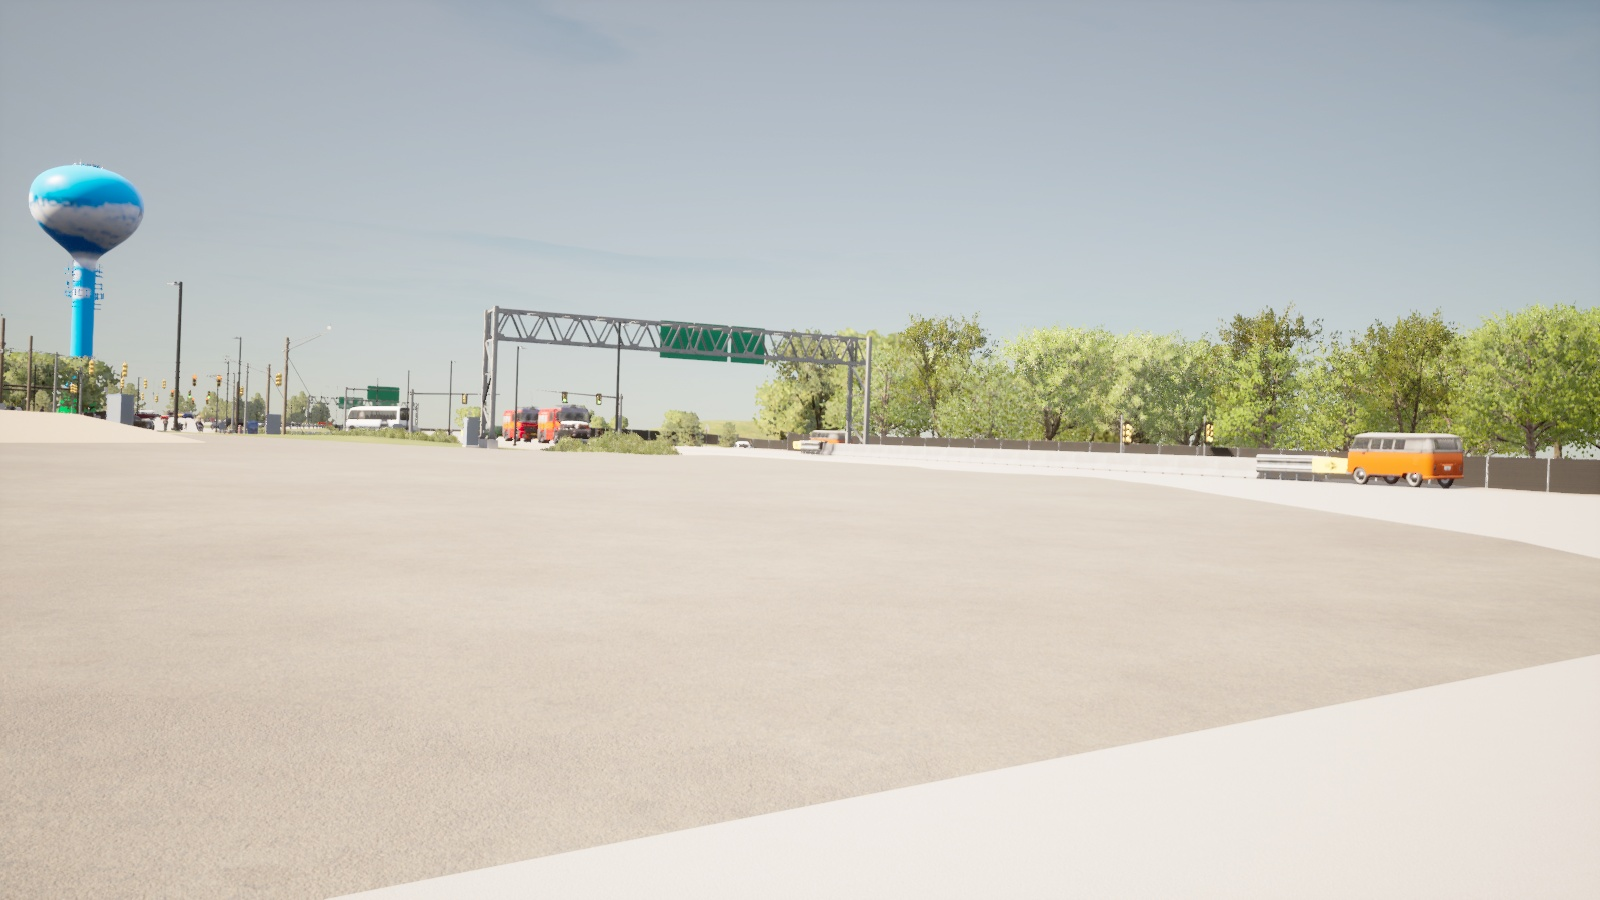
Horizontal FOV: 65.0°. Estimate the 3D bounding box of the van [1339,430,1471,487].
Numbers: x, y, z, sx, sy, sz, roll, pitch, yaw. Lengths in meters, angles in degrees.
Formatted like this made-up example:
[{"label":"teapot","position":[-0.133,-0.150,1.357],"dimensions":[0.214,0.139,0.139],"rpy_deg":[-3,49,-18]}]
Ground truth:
[{"label":"van","position":[22.475,0.267,46.832],"dimensions":[1.775,1.987,4.442],"rpy_deg":[-1,1,-20]}]
